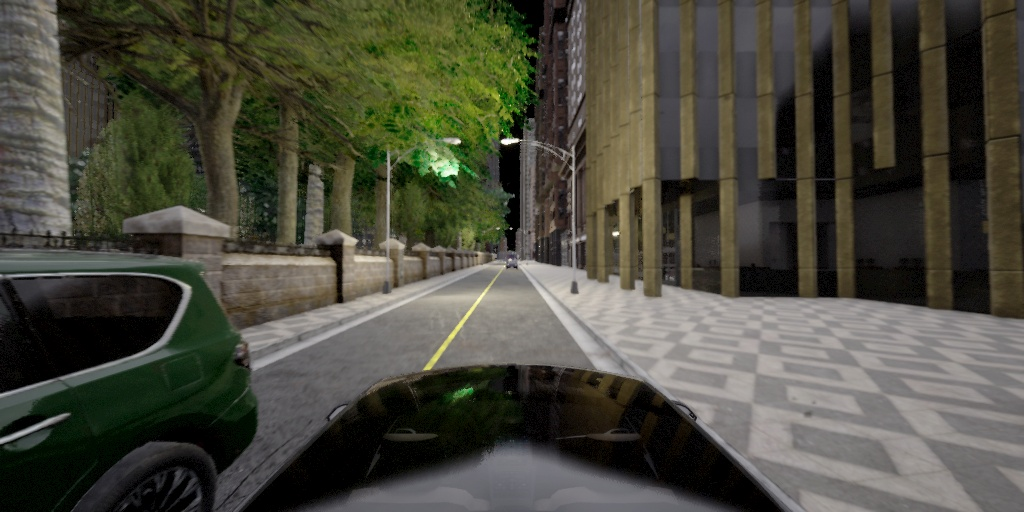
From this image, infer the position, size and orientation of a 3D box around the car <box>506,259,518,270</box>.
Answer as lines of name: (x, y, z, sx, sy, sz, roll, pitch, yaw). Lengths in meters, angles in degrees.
car: (-0.006, 1.398, 54.050, 1.895, 1.301, 4.718, 0, 0, 0)

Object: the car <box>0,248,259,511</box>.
car: (-3.085, 0.973, 0.502, 2.150, 2.045, 5.566, 0, 0, 1)
